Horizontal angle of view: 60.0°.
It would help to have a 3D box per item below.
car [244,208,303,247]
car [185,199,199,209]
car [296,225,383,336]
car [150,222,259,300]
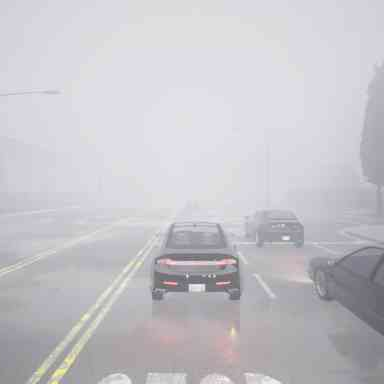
[{"bbox_3d":[3.565,1.504,15.046,1.837,1.490,4.892,0,0,0],"label":"car"},{"bbox_3d":[0.001,1.600,44.136,1.895,1.301,4.718,0,0,0],"label":"car"},{"bbox_3d":[3.588,1.547,5.300,2.033,1.411,5.357,0,0,0],"label":"car"},{"bbox_3d":[0.082,1.491,8.345,2.128,1.511,4.902,0,0,0],"label":"car"}]
